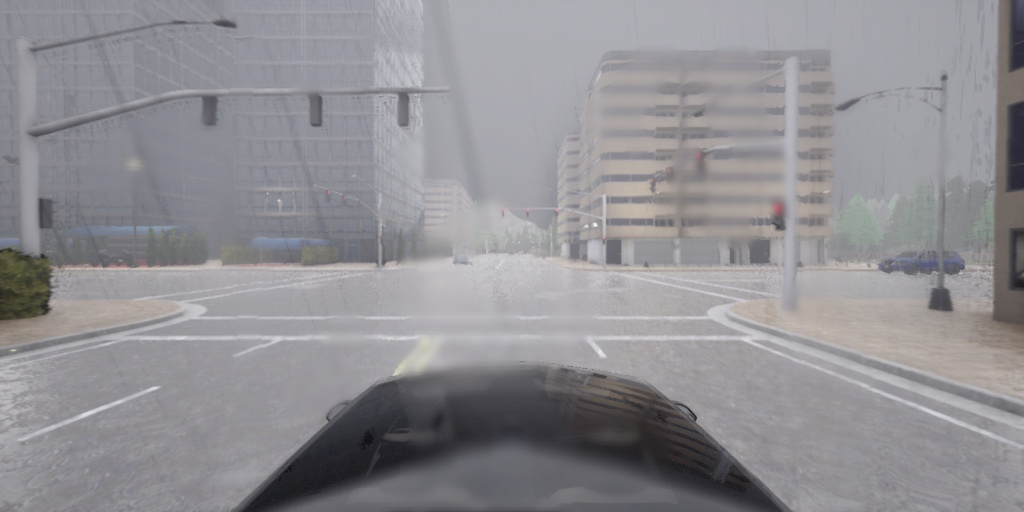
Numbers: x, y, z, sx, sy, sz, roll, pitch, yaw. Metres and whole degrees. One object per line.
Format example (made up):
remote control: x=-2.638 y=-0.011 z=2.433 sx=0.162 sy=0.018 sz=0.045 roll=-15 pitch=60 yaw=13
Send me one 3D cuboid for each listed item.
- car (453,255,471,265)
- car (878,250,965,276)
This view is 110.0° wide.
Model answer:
car: x=-7.005 y=0.588 z=50.137 sx=1.812 sy=1.442 sz=4.674 roll=0 pitch=2 yaw=0
car: x=34.100 y=0.539 z=29.948 sx=5.566 sy=2.045 sz=2.150 roll=0 pitch=1 yaw=0
